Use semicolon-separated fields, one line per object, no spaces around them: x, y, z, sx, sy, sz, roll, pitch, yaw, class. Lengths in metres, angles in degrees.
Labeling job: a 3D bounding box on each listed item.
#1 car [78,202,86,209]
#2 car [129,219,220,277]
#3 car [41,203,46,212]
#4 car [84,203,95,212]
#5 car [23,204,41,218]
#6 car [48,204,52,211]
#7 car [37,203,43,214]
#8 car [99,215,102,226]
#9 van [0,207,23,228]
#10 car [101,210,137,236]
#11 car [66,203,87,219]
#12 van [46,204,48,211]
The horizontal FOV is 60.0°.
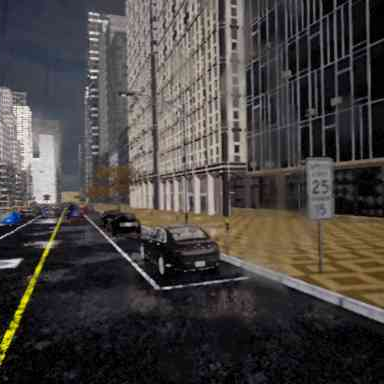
-27.355;3.373;82.648;1.801;1.575;5.366;-1;-1;-20;car
-0.547;1.709;10.813;2.008;1.369;4.403;-2;0;-20;car
-25.900;3.027;55.408;1.887;1.381;4.507;-2;0;-20;car
-18.038;2.879;58.308;1.802;1.307;4.206;-3;0;-20;car
-22.013;2.773;44.854;2.008;1.369;4.403;-2;0;-20;car
-31.730;3.421;71.239;1.887;1.381;4.507;-2;0;-20;car
-23.899;2.873;49.972;1.752;1.417;4.829;-2;0;-20;car
-6.377;2.095;26.645;1.947;1.339;4.313;-2;0;-20;car
-16.191;2.181;29.024;1.690;1.788;3.998;-2;0;-20;van
-4.434;1.971;21.367;1.947;1.339;4.313;-2;0;-20;car
-13.977;2.449;39.816;1.812;1.442;4.674;-1;-1;-20;car
-27.852;2.954;60.686;1.690;1.788;3.998;-2;0;-20;van
